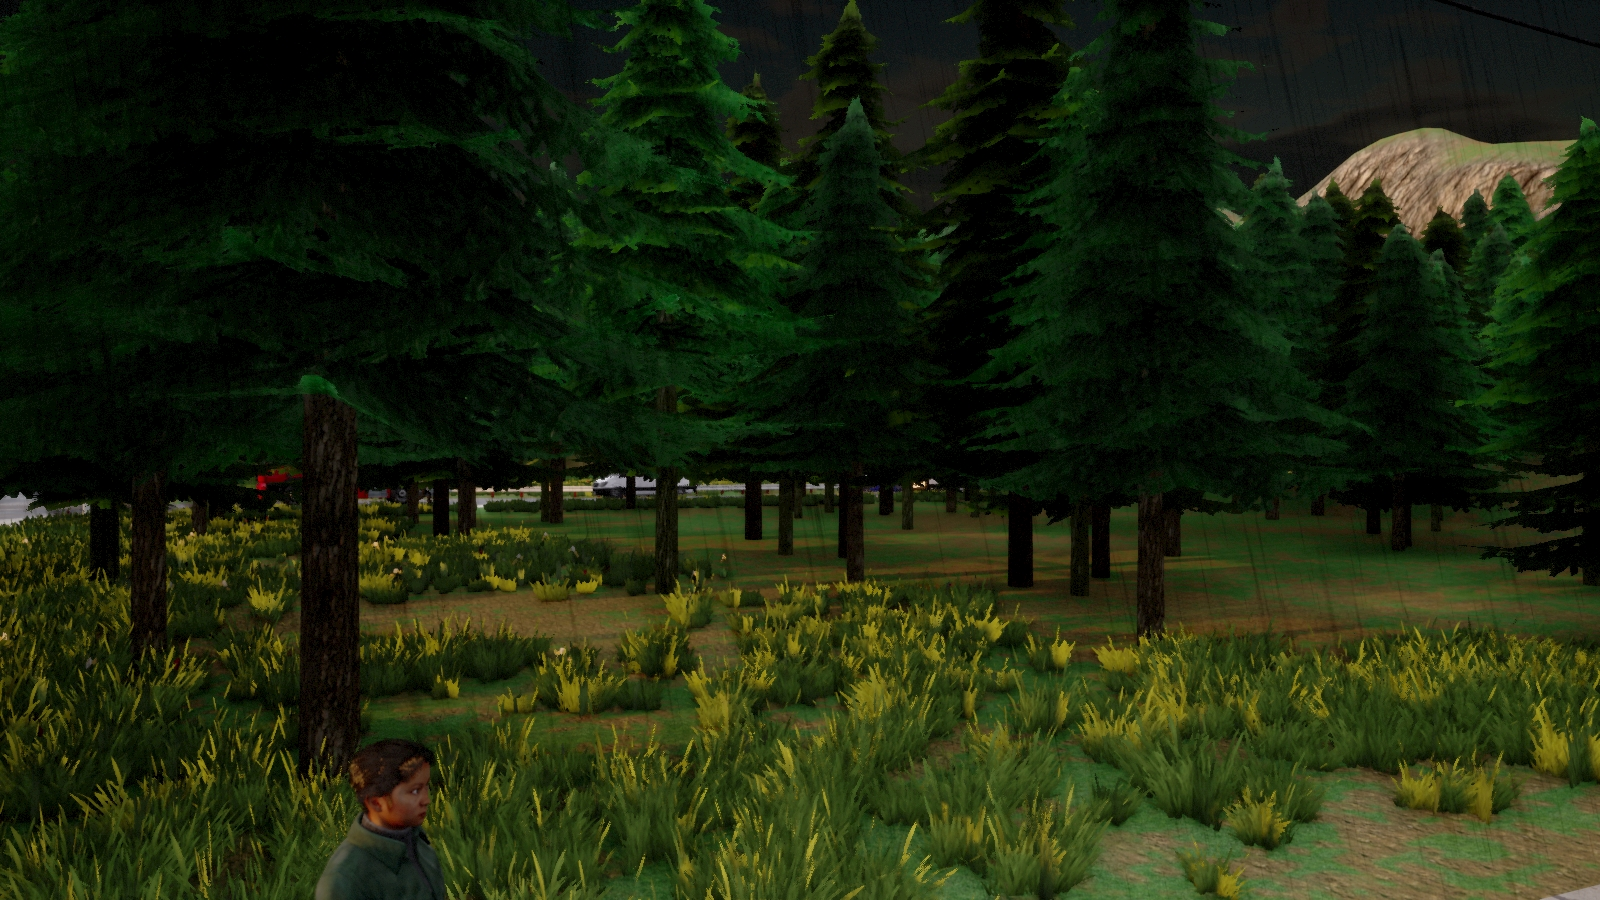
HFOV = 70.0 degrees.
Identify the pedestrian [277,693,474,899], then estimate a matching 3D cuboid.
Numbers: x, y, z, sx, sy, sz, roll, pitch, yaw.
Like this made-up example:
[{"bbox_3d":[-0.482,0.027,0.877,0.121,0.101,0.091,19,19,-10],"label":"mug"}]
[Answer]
[{"bbox_3d":[-1.187,1.663,3.227,0.375,1.860,0.375,0,0,13],"label":"pedestrian"}]
